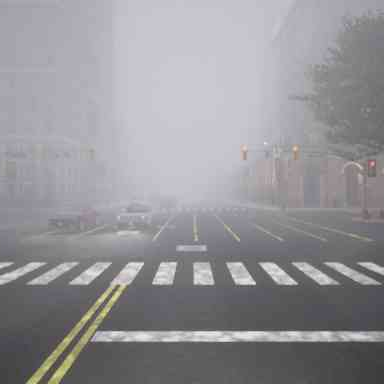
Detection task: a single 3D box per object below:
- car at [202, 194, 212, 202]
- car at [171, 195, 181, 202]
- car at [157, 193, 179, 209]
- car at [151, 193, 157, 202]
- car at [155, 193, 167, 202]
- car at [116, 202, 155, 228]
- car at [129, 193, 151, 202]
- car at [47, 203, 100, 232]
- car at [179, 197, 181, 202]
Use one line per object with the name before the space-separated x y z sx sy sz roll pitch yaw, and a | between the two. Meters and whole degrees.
car | 3.540 1.319 78.288 2.097 1.767 4.553 0 0 0
car | -3.497 1.505 74.144 2.033 1.411 5.357 0 0 0
car | -3.236 1.331 43.816 2.097 1.767 4.553 0 0 -5
car | -7.137 1.194 63.973 2.150 2.045 5.566 0 0 1
car | -6.984 1.190 75.684 2.150 2.045 5.566 0 0 0
car | -3.637 1.590 21.984 1.895 1.301 4.718 0 0 0
car | -7.175 1.331 44.562 2.097 1.767 4.553 0 0 0
car | -7.133 1.468 20.461 1.882 1.535 5.008 0 0 0
car | -3.666 1.463 61.310 2.128 1.511 4.902 0 0 1
